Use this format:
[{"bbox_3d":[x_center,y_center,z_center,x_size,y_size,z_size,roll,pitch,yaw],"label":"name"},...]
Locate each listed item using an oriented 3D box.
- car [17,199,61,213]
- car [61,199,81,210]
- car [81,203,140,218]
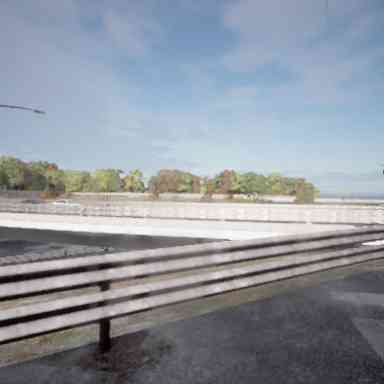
[{"bbox_3d":[-17.476,1.528,37.280,4.892,1.490,1.837,0,-1,27],"label":"car"},{"bbox_3d":[-14.862,1.606,39.873,4.674,1.442,1.812,0,-1,27],"label":"car"},{"bbox_3d":[-6.817,1.594,28.758,4.718,1.301,1.895,1,-1,22],"label":"car"}]
